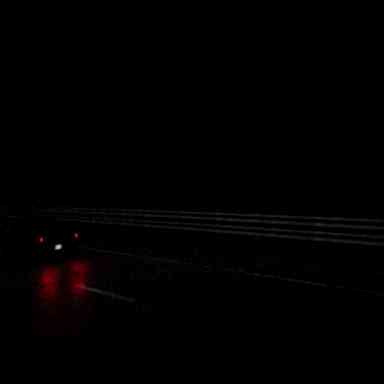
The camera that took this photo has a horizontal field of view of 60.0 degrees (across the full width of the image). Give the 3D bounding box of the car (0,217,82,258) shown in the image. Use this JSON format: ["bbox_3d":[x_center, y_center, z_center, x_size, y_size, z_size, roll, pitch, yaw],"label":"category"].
[{"bbox_3d":[-6.401,1.615,12.769,4.718,1.301,1.895,0,0,36],"label":"car"}]
